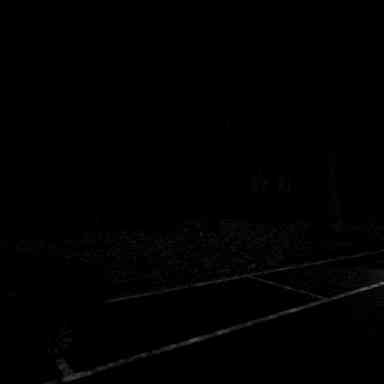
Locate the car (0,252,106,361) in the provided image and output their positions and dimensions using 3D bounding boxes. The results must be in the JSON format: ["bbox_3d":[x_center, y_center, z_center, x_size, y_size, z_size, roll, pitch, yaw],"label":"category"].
[{"bbox_3d":[-3.315,1.563,4.399,4.313,1.339,1.947,1,0,-36],"label":"car"}]
